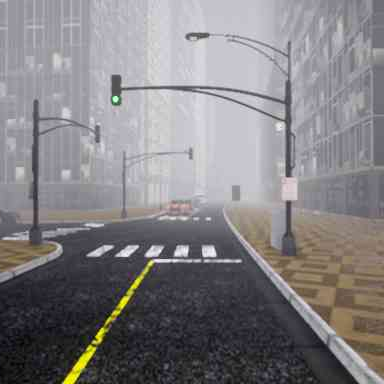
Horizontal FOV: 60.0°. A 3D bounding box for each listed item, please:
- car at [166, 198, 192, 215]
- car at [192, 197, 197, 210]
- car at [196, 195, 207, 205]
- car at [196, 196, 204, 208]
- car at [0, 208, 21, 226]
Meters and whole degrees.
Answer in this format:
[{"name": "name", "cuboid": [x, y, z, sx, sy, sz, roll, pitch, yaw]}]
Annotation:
[{"name": "car", "cuboid": [-1.566, 1.569, 36.508, 2.097, 1.767, 4.553, 0, 0, 5]}, {"name": "car", "cuboid": [-0.785, 1.768, 45.528, 1.837, 1.490, 4.892, 0, 0, 6]}, {"name": "car", "cuboid": [1.696, 1.577, 66.416, 2.150, 2.045, 5.566, 0, 0, 8]}, {"name": "car", "cuboid": [0.312, 1.803, 55.818, 2.128, 1.511, 4.902, 0, 0, 7]}, {"name": "car", "cuboid": [-16.487, 2.035, 27.600, 4.403, 1.369, 2.008, -1, 0, 10]}]
